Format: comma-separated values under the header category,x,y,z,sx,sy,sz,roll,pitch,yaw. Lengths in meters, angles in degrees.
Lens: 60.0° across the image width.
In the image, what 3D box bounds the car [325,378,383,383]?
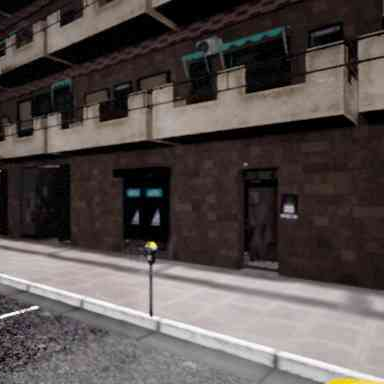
category,x,y,z,sx,sy,sz,roll,pitch,yaw
car,2.566,1.510,1.036,4.829,1.417,1.752,-1,0,36
